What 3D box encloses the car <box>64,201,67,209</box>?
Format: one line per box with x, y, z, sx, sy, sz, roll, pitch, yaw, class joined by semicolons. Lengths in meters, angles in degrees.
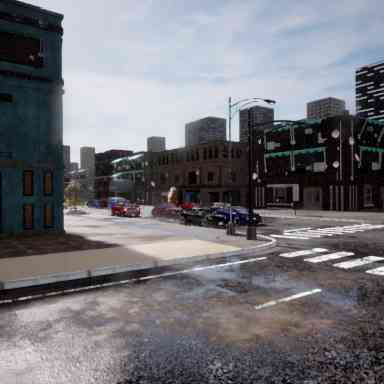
-23.167;2.233;58.380;1.752;1.417;4.829;-1;0;-35;car

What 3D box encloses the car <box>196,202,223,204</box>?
2.805;1.809;36.307;2.008;1.369;4.403;-2;0;-35;car

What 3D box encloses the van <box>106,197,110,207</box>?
-13.234;1.907;58.864;1.690;1.788;3.998;-1;0;-35;van

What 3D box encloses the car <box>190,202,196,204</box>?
-0.401;1.904;40.819;1.802;1.307;4.206;-2;0;-35;car

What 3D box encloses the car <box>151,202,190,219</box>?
-2.432;1.891;33.696;1.994;1.385;4.181;-1;0;-36;car

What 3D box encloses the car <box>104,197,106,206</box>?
-16.442;1.940;63.375;2.192;1.841;5.009;-1;0;-35;car

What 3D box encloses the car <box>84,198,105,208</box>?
-18.207;2.170;61.434;1.812;1.442;4.674;-1;0;-35;car

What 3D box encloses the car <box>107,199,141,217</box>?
-7.233;1.846;35.962;1.967;1.590;4.097;-1;0;-35;car

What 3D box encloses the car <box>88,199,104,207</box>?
-19.643;2.228;67.887;1.887;1.381;4.507;-1;0;-35;car

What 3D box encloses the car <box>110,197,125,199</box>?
-8.263;1.793;41.913;2.097;1.767;4.553;-1;0;-35;car

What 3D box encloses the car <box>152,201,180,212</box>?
-3.607;1.966;45.330;1.802;1.307;4.206;-2;0;-35;car

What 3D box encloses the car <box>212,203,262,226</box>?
3.333;1.777;25.584;1.994;1.385;4.181;-1;0;-36;car

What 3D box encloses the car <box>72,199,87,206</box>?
-26.057;2.364;76.910;1.947;1.339;4.313;-1;0;-35;car

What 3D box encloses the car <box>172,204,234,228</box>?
0.711;1.814;24.581;1.947;1.339;4.313;-2;0;-35;car
